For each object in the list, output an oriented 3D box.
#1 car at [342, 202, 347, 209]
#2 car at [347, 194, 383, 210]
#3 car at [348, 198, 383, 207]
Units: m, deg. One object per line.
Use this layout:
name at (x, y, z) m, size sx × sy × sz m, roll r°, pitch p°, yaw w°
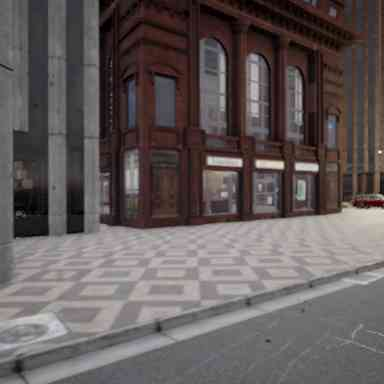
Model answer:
car at (18.407, 1.482, 43.521) m, size 1.752 × 1.417 × 4.829 m, roll -1°, pitch 0°, yaw -35°
car at (21.555, 1.206, 39.070) m, size 2.192 × 1.841 × 5.009 m, roll -1°, pitch 0°, yaw -35°
car at (25.262, 1.514, 48.594) m, size 1.802 × 1.307 × 4.206 m, roll -1°, pitch 0°, yaw -35°
